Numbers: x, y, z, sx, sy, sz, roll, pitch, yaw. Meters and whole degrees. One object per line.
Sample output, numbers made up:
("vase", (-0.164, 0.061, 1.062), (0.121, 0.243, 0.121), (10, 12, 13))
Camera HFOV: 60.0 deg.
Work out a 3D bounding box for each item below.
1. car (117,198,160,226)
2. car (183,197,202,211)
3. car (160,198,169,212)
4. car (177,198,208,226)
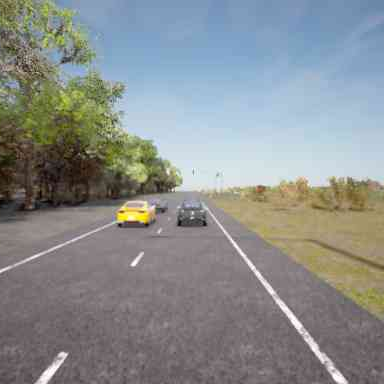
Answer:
("car", (-3.487, 1.314, 21.666), (1.882, 1.535, 5.008), (0, 0, 0))
("car", (0.056, 1.286, 36.384), (1.994, 1.385, 4.181), (0, 1, 0))
("car", (-3.465, 1.289, 33.850), (2.033, 1.411, 5.357), (0, 0, 0))
("car", (0.013, 1.325, 21.991), (2.128, 1.511, 4.902), (0, 0, 0))
